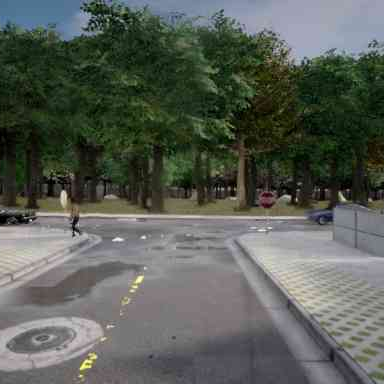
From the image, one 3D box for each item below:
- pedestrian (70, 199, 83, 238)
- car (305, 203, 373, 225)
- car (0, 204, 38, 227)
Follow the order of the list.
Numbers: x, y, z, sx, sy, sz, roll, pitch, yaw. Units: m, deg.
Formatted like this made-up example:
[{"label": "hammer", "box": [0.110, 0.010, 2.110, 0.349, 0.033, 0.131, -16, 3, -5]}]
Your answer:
[{"label": "pedestrian", "box": [-5.244, 1.139, 15.053, 0.375, 1.860, 0.375, -1, 1, 0]}, {"label": "car", "box": [10.486, 1.548, 23.557, 4.674, 1.442, 1.812, 0, 1, 0]}, {"label": "car", "box": [-12.257, 1.426, 20.750, 4.718, 1.301, 1.895, 1, 1, 0]}]
